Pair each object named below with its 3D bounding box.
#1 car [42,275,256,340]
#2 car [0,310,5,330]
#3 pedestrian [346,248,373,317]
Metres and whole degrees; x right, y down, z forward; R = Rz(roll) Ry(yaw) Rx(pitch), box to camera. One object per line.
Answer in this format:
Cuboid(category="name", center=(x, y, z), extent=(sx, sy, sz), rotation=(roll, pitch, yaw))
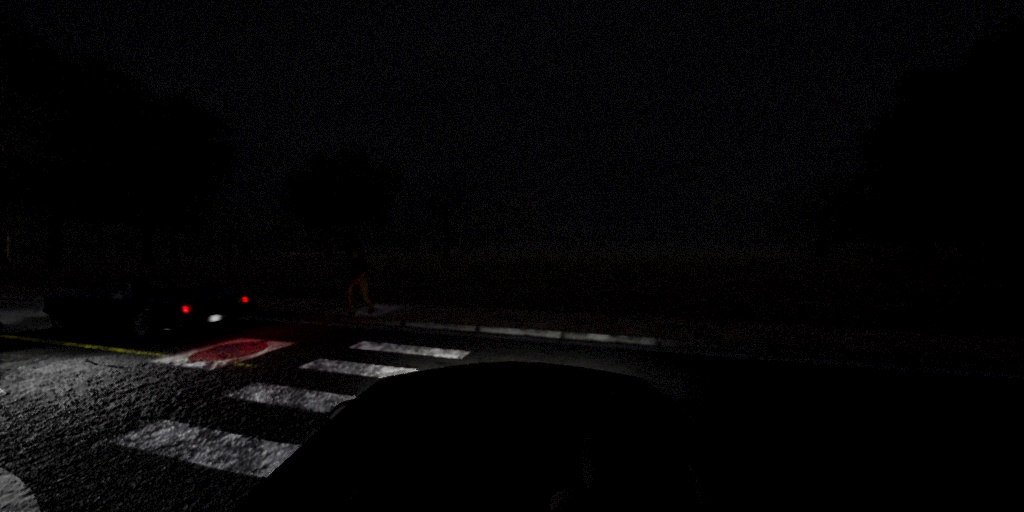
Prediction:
Cuboid(category="car", center=(-9.042, 1.136, 8.946), extent=(4.718, 1.301, 1.895), rotation=(1, 2, 16))
Cuboid(category="car", center=(-12.369, 1.225, 6.821), extent=(4.718, 1.301, 1.895), rotation=(0, 2, 16))
Cuboid(category="pedestrian", center=(-3.992, 0.645, 9.335), extent=(0.375, 1.860, 0.375), rotation=(0, 2, 16))
